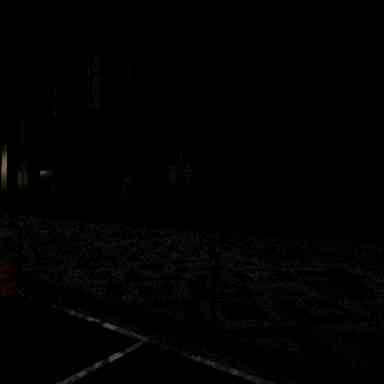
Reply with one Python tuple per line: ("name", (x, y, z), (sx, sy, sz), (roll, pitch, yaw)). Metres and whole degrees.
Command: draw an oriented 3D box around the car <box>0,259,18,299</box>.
("car", (-5.457, 1.445, 6.875), (4.829, 1.417, 1.752), (1, 1, 36))
